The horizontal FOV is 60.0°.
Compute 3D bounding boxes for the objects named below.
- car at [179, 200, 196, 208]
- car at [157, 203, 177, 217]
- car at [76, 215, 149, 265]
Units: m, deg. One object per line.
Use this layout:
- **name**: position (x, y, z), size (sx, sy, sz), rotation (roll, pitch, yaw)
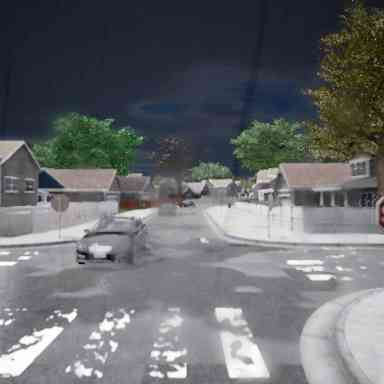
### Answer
- **car**: position (-0.813, 2.255, 62.898), size (2.033, 1.411, 5.357), rotation (0, -1, 18)
- **car**: position (-2.752, 2.009, 37.397), size (1.837, 1.490, 4.892), rotation (0, 0, 0)
- **car**: position (-2.759, 1.658, 12.395), size (2.128, 1.511, 4.902), rotation (0, -1, 0)
